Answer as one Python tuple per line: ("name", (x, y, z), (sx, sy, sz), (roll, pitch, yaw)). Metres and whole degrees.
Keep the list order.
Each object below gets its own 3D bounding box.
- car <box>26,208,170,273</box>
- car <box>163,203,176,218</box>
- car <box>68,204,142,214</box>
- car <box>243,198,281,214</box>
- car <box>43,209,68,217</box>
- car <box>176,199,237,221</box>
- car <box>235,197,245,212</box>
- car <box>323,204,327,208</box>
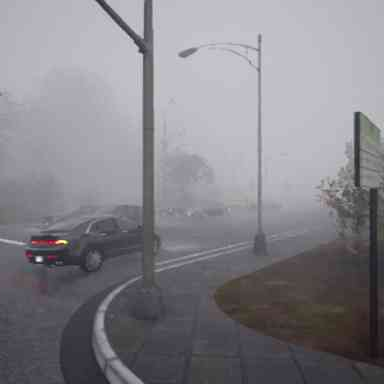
("car", (-2.902, 1.516, 10.912), (1.837, 1.490, 4.892), (-4, -2, 28))
("car", (-1.047, 1.613, 30.234), (1.895, 1.301, 4.718), (0, 0, 39))
("car", (-4.651, 1.523, 20.147), (1.837, 1.490, 4.892), (0, 0, 39))
("car", (7.741, 1.546, 35.590), (1.895, 1.301, 4.718), (0, 0, 39))
("car", (-7.254, 1.569, 22.497), (2.033, 1.411, 5.357), (0, 0, 39))
("car", (1.290, 1.502, 27.555), (2.128, 1.511, 4.902), (0, 0, 39))
("car", (5.536, 1.418, 38.431), (1.882, 1.535, 5.008), (0, 1, 39))
("car", (18.734, 1.231, 43.609), (1.882, 1.535, 5.008), (0, 1, 37))
